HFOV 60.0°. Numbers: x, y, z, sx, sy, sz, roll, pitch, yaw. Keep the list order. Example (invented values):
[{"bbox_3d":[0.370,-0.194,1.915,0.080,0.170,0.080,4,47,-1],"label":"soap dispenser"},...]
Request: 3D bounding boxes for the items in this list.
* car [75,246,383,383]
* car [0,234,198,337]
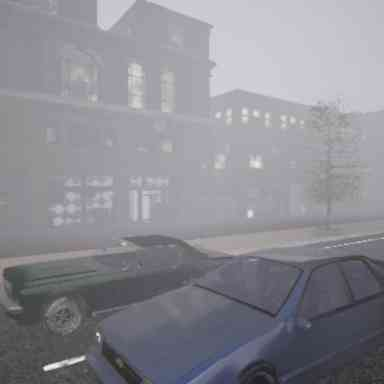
[{"bbox_3d":[1.410,1.547,4.689,5.357,1.411,2.033,0,0,-35],"label":"car"},{"bbox_3d":[-1.255,1.601,6.780,4.718,1.301,1.895,0,0,-35],"label":"car"}]
